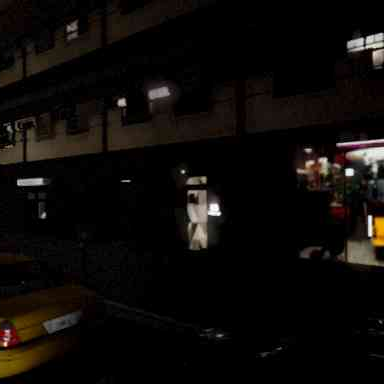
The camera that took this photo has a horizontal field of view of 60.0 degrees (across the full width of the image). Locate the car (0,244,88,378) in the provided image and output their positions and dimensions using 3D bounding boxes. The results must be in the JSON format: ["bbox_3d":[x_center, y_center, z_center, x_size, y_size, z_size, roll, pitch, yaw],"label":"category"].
[{"bbox_3d":[-3.418,1.523,5.324,4.829,1.417,1.752,0,-1,35],"label":"car"}]

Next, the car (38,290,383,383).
[{"bbox_3d":[1.254,1.551,1.993,4.403,1.369,2.008,0,-1,35],"label":"car"}]
